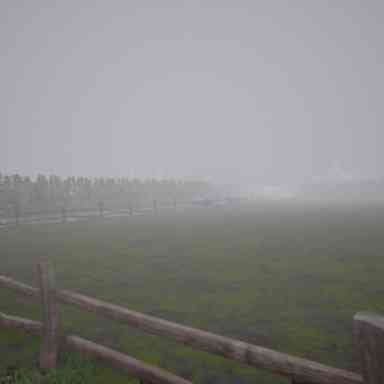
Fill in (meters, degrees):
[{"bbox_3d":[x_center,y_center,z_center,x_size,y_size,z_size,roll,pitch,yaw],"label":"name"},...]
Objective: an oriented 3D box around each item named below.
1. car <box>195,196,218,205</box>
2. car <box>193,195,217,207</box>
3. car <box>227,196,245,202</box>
[{"bbox_3d":[2.430,1.368,55.888,1.895,1.301,4.718,0,1,30],"label":"car"},{"bbox_3d":[1.674,1.177,48.970,2.097,1.767,4.553,0,0,30],"label":"car"},{"bbox_3d":[8.135,1.292,60.480,1.895,1.301,4.718,0,1,28],"label":"car"}]
